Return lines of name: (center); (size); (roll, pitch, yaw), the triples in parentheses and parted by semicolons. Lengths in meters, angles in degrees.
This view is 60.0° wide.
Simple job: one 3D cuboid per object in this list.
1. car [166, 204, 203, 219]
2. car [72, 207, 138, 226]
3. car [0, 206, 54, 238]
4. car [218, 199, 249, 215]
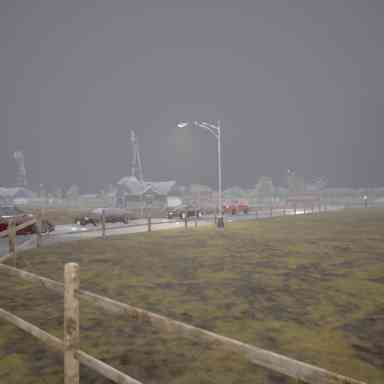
car: (-0.680, 2.013, 34.755); (1.837, 1.490, 4.892); (-2, -2, 36)
car: (-6.700, 1.884, 26.339); (2.033, 1.411, 5.357); (-2, -2, 36)
car: (-9.237, 1.446, 16.425); (2.097, 1.767, 4.553); (-2, -2, 35)
car: (5.511, 1.912, 43.417); (2.150, 2.045, 5.566); (-2, -2, 36)
